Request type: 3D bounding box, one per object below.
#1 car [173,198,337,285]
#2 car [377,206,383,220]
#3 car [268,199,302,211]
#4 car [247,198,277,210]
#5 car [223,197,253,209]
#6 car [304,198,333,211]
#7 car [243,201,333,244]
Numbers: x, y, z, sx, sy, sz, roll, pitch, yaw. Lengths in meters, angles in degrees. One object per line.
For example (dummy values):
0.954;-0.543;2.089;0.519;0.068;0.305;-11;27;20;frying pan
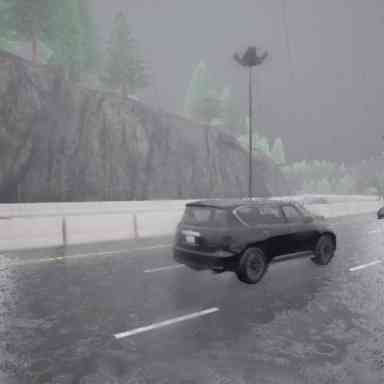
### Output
2.050;1.237;9.827;5.566;2.045;2.150;0;0;-39;car
17.172;1.586;27.926;4.181;1.385;1.994;0;0;-45;car
12.107;1.598;43.091;2.033;1.411;5.357;0;0;43;car
9.645;1.562;45.623;1.837;1.490;4.892;0;0;42;car
6.682;1.567;47.566;1.837;1.490;4.892;0;0;43;car
16.285;1.550;42.534;1.837;1.490;4.892;0;0;42;car
4.895;1.373;16.648;4.553;1.767;2.097;0;0;-39;car
